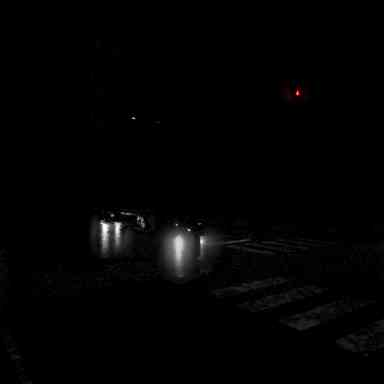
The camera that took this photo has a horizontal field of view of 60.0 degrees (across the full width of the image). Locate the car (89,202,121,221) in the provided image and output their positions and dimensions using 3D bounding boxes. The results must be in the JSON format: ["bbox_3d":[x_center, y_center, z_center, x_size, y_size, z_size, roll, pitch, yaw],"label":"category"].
[{"bbox_3d":[-7.668,1.606,28.125,2.128,1.511,4.902,0,0,-35],"label":"car"}]

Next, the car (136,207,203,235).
[{"bbox_3d":[-1.519,1.615,19.577,2.033,1.411,5.357,0,0,-32],"label":"car"}]
